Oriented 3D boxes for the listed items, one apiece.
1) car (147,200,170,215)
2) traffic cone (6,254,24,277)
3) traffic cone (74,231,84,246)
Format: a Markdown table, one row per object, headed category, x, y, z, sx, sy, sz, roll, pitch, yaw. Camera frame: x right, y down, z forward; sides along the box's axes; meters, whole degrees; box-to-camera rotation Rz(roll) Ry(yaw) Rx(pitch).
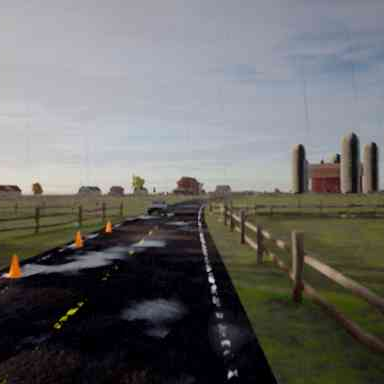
| category | x | y | z | sx | sy | sz | roll | pitch | yaw |
| --- | --- | --- | --- | --- | --- | --- | --- | --- | --- |
| car | -3.336 | 1.512 | 33.876 | 2.033 | 1.411 | 5.357 | 0 | 0 | 1 |
| traffic cone | -4.725 | 1.947 | 8.890 | 0.340 | 0.580 | 0.340 | 0 | 0 | 0 |
| traffic cone | -4.725 | 1.943 | 13.890 | 0.340 | 0.580 | 0.340 | 0 | 0 | 0 |
